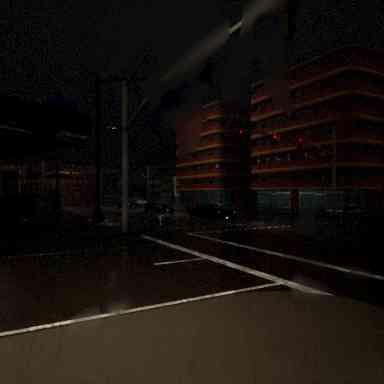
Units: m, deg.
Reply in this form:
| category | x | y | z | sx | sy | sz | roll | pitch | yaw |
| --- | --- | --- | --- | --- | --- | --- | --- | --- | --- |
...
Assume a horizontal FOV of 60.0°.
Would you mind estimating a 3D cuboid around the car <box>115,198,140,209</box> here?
| category | x | y | z | sx | sy | sz | roll | pitch | yaw |
| --- | --- | --- | --- | --- | --- | --- | --- | --- | --- |
| car | -8.735 | 1.505 | 44.152 | 1.837 | 1.490 | 4.892 | 0 | 0 | -31 |

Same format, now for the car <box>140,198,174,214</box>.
| category | x | y | z | sx | sy | sz | roll | pitch | yaw |
| --- | --- | --- | --- | --- | --- | --- | --- | --- | --- |
| car | -3.591 | 1.526 | 35.435 | 1.812 | 1.442 | 4.674 | 0 | 0 | -30 |

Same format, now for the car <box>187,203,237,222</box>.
| category | x | y | z | sx | sy | sz | roll | pitch | yaw |
| --- | --- | --- | --- | --- | --- | --- | --- | --- | --- |
| car | 1.513 | 1.601 | 26.797 | 1.895 | 1.301 | 4.718 | 0 | 0 | -31 |

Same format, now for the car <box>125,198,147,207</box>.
| category | x | y | z | sx | sy | sz | roll | pitch | yaw |
| --- | --- | --- | --- | --- | --- | --- | --- | --- | --- |
| car | -8.697 | 1.601 | 51.351 | 1.895 | 1.301 | 4.718 | 0 | 0 | -31 |
